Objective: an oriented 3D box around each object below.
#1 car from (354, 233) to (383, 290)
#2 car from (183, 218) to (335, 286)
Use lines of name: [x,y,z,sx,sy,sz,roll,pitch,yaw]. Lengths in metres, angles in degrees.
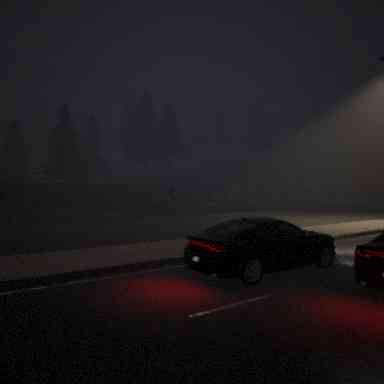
car: [5.872,1.477,7.935,5.008,1.535,1.882,0,0,-36]
car: [2.097,1.477,9.542,5.008,1.535,1.882,0,0,-36]
